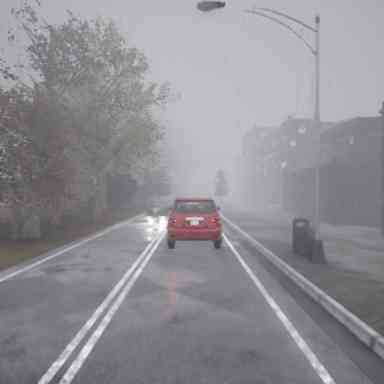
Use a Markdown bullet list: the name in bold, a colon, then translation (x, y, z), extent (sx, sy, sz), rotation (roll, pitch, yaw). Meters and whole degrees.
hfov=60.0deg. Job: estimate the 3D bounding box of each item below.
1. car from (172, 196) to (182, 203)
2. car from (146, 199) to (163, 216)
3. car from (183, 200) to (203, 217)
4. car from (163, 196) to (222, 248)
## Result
- **car**: translation (-3.306, 1.607, 73.947), extent (1.994, 1.385, 4.181), rotation (0, 0, 0)
- **car**: translation (-3.351, 1.494, 33.010), extent (2.128, 1.511, 4.902), rotation (0, 0, 0)
- **car**: translation (0.094, 1.529, 32.796), extent (1.812, 1.442, 4.674), rotation (0, 0, 0)
- **car**: translation (0.098, 1.227, 14.939), extent (2.150, 2.045, 5.566), rotation (0, 0, 0)
